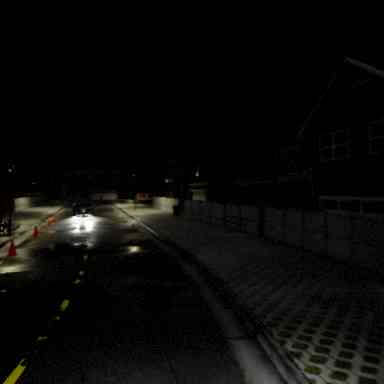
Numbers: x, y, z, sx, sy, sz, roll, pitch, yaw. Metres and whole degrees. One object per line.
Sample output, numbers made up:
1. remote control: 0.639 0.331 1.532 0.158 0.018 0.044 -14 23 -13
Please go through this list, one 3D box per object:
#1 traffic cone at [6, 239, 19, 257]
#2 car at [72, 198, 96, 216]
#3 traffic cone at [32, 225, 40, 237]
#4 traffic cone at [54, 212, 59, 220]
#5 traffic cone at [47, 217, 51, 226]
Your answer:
1. traffic cone: -6.259 1.922 11.596 0.340 0.580 0.340 0 0 -17
2. car: -10.154 1.363 31.216 2.128 1.511 4.902 0 0 -18
3. traffic cone: -7.691 1.902 16.387 0.340 0.580 0.340 0 0 -17
4. traffic cone: -10.554 1.862 25.968 0.340 0.580 0.340 0 0 -17
5. traffic cone: -9.122 1.882 21.177 0.340 0.580 0.340 0 0 -17
